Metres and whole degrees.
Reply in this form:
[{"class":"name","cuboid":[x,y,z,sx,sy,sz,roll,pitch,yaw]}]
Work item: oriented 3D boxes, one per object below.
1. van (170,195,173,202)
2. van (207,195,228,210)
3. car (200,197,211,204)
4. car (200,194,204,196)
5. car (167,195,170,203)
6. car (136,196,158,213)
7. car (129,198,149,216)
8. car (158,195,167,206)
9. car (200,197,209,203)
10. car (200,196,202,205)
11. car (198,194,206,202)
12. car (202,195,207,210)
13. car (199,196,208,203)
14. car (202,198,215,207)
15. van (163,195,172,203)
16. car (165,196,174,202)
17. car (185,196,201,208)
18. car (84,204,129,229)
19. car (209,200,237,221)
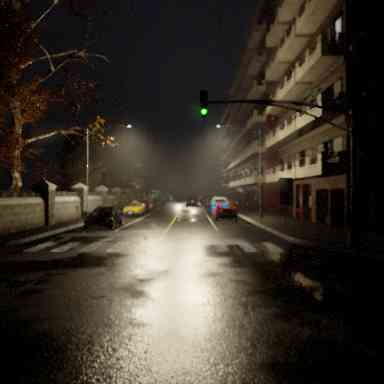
[{"class":"van","cuboid":[-5.688,1.533,72.580,1.690,1.788,3.998,0,0,0]},{"class":"van","cuboid":[2.693,1.412,33.169,1.690,1.788,3.998,0,0,0]},{"class":"car","cuboid":[2.692,1.723,66.950,2.008,1.369,4.403,0,0,0]},{"class":"car","cuboid":[2.693,1.469,61.320,2.192,1.841,5.009,0,0,0]},{"class":"car","cuboid":[-5.687,1.593,61.319,1.967,1.590,4.097,0,0,0]},{"class":"car","cuboid":[-5.688,1.400,38.800,2.192,1.841,5.009,0,0,0]},{"class":"car","cuboid":[-5.687,1.595,32.999,1.752,1.417,4.829,0,0,0]},{"class":"car","cuboid":[-5.688,1.575,55.690,1.967,1.590,4.097,0,0,0]},{"class":"car","cuboid":[2.692,1.737,72.580,1.887,1.381,4.507,0,0,0]},{"class":"car","cuboid":[2.692,1.669,50.059,2.008,1.369,4.403,0,0,0]},{"class":"car","cuboid":[2.692,1.576,89.470,2.192,1.841,5.009,0,0,0]},{"class":"car","cuboid":[2.693,1.542,44.429,1.967,1.590,4.097,0,0,0]},{"class":"car","cuboid":[2.692,1.654,78.209,1.967,1.590,4.097,0,0,0]},{"class":"car","cuboid":[2.692,1.680,55.689,1.887,1.381,4.507,0,0,0]},{"class":"van","cuboid":[-5.688,1.555,78.209,1.690,1.788,3.998,0,0,0]},{"class":"car","cuboid":[-5.689,1.787,83.839,2.008,1.369,4.403,0,0,0]},{"class":"car","cuboid":[0.000,1.667,50.624,2.033,1.411,5.357,0,0,0]},{"class":"car","cuboid":[-5.688,1.609,21.908,1.947,1.339,4.313,0,0,0]},{"class":"car","cuboid":[2.693,1.602,27.538,1.887,1.381,4.507,0,0,0]}]
